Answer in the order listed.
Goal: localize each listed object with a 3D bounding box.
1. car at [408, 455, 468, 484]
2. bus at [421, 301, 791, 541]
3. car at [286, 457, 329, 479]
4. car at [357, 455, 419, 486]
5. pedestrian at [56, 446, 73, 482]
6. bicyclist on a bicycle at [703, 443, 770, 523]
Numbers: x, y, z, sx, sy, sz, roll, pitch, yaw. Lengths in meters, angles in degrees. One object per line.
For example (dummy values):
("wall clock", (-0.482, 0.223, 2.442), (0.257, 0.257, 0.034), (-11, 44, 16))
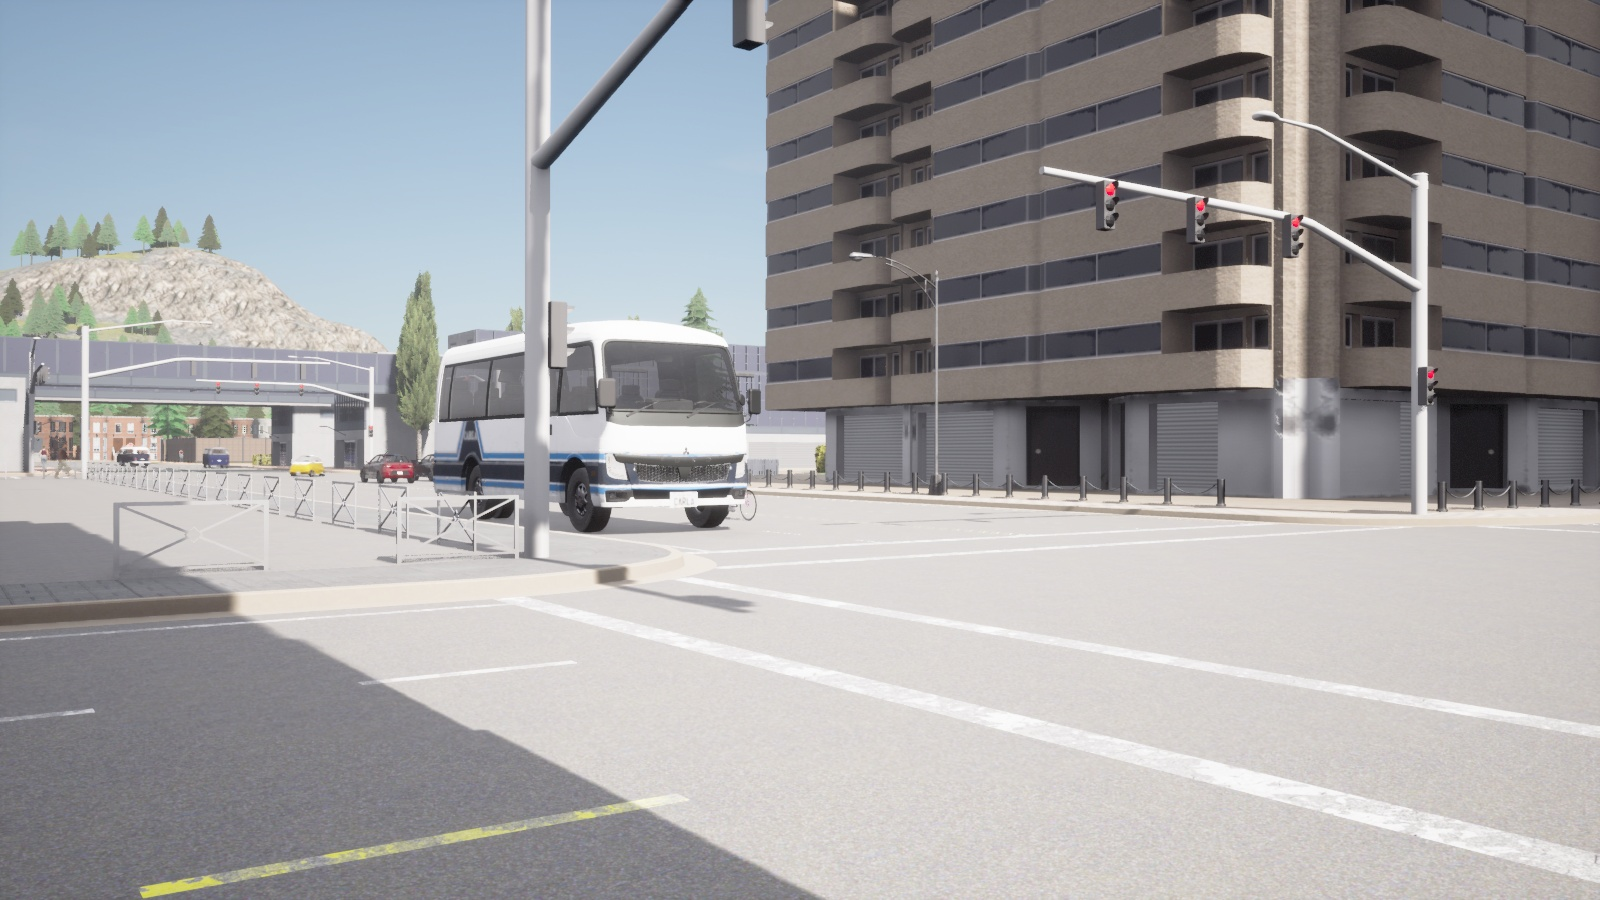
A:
("car", (-19.461, 1.020, 67.379), (1.816, 1.474, 4.193), (0, 0, -35))
("bus", (-4.724, -0.499, 27.581), (3.944, 4.253, 10.273), (0, 0, -35))
("car", (-30.405, 1.109, 77.575), (1.481, 1.376, 2.207), (-1, -1, 11))
("car", (-20.704, 1.012, 63.020), (1.816, 1.474, 4.193), (0, 0, -35))
("pedestrian", (-37.498, 0.695, 64.037), (0.703, 1.840, 0.431), (0, 0, -23))
("bicyclist on a bicycle", (-1.488, 0.745, 29.055), (0.659, 1.776, 1.843), (0, 0, -35))
